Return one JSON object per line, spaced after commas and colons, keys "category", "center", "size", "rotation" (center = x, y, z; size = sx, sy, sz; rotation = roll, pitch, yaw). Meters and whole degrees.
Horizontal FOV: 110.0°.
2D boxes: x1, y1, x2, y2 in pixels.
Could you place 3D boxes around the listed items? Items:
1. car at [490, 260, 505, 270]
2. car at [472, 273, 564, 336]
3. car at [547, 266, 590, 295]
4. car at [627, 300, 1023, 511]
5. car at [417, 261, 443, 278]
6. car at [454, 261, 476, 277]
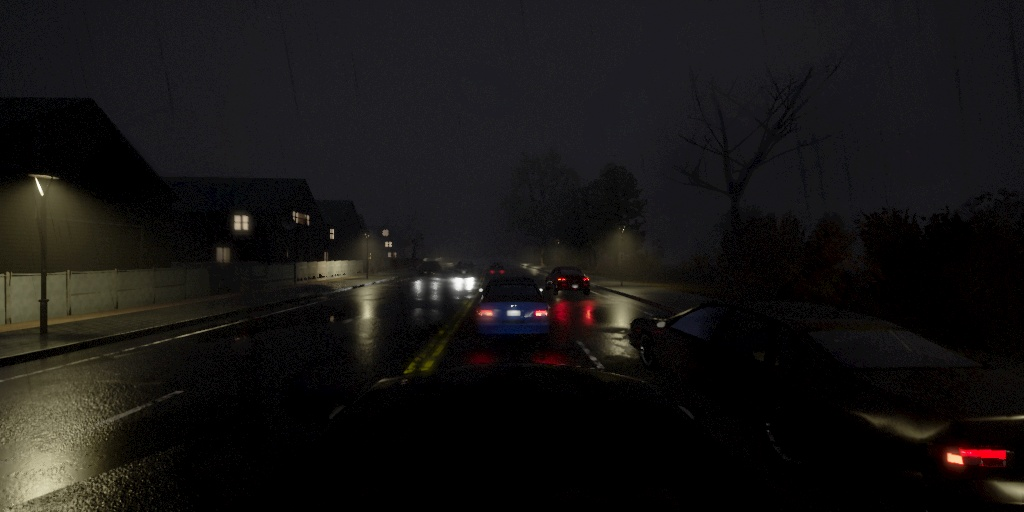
{"category": "car", "center": [-2.188, 1.262, 51.724], "size": [1.812, 1.442, 4.674], "rotation": [0, 0, -3]}
{"category": "car", "center": [-0.016, 1.299, 10.352], "size": [2.033, 1.411, 5.357], "rotation": [0, 0, -1]}
{"category": "car", "center": [2.953, 1.279, 19.529], "size": [1.812, 1.442, 4.674], "rotation": [0, 0, -2]}
{"category": "car", "center": [3.358, 1.297, 4.727], "size": [2.033, 1.411, 5.357], "rotation": [0, 0, -4]}
{"category": "car", "center": [-7.754, 1.243, 34.121], "size": [1.837, 1.490, 4.892], "rotation": [0, 0, -4]}
{"category": "car", "center": [-4.569, 1.234, 35.242], "size": [2.128, 1.511, 4.902], "rotation": [0, 0, -4]}
